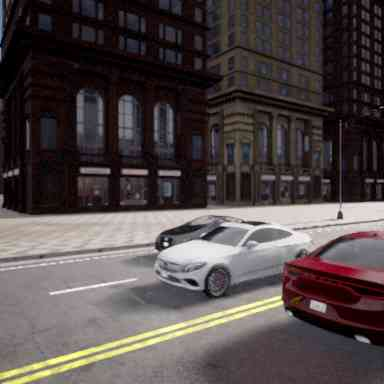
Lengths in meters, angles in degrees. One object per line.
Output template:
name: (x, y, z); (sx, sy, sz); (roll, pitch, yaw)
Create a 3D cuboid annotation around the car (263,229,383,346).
car: (3.802, 1.459, 6.152); (5.008, 1.535, 1.882); (0, 0, -35)

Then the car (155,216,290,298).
car: (1.294, 1.509, 8.584); (4.674, 1.442, 1.812); (0, 0, -36)

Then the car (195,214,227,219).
car: (0.760, 1.543, 12.210); (4.181, 1.385, 1.994); (0, 0, -35)
